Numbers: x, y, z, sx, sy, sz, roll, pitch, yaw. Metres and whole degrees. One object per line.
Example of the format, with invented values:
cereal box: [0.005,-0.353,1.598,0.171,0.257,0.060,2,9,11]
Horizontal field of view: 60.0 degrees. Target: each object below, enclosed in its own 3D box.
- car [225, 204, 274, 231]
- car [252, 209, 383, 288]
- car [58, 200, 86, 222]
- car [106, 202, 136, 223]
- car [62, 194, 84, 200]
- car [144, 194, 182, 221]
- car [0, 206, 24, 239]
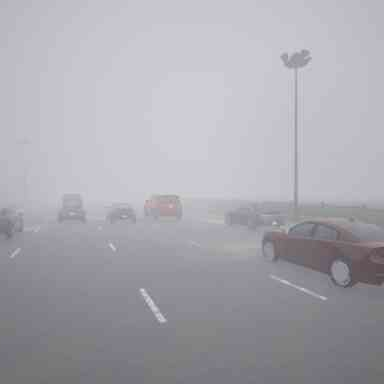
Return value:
car: [3.696,1.488,20.479,2.128,1.511,4.902,0,0,-19]
car: [3.878,1.477,9.439,1.882,1.535,5.008,0,0,-19]
car: [-9.477,1.556,26.263,1.994,1.385,4.181,0,0,-19]
car: [-5.454,1.519,25.382,1.812,1.442,4.674,0,0,-19]
car: [-13.429,1.211,37.473,2.150,2.045,5.566,0,0,-19]
car: [-2.474,1.216,27.457,2.150,2.045,5.566,0,0,-19]
car: [-9.926,1.499,17.013,1.837,1.490,4.892,0,0,-19]
